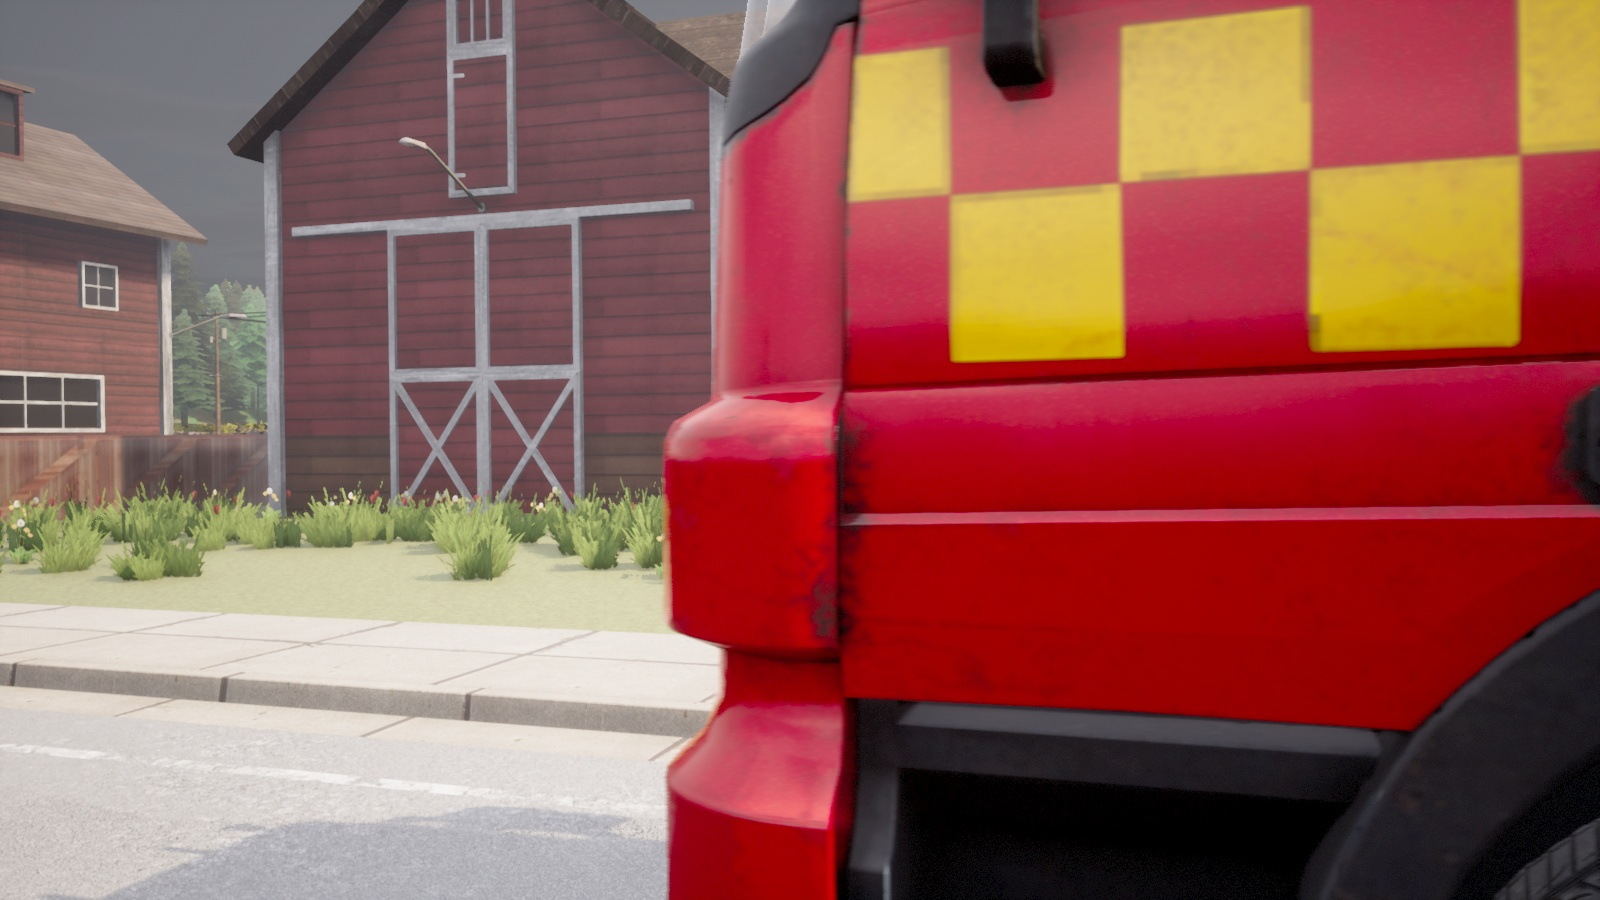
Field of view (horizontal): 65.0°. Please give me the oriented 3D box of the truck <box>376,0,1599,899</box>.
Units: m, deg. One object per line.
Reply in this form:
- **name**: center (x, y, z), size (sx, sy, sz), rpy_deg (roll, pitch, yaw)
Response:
- **truck**: center (3.846, -0.366, 1.882), size (8.468, 3.827, 2.891), rpy_deg (0, 1, 19)
